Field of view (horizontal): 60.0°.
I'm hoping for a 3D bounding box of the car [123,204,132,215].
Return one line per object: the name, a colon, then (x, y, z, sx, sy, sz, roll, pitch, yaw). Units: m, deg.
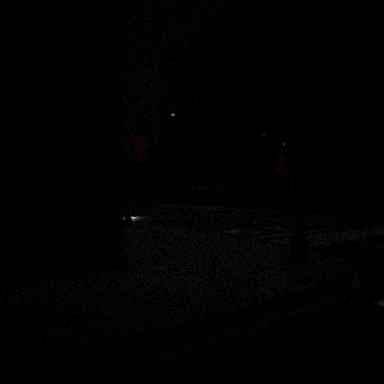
car: (-7.663, 1.664, 33.282, 1.994, 1.385, 4.181, 0, 0, -36)
